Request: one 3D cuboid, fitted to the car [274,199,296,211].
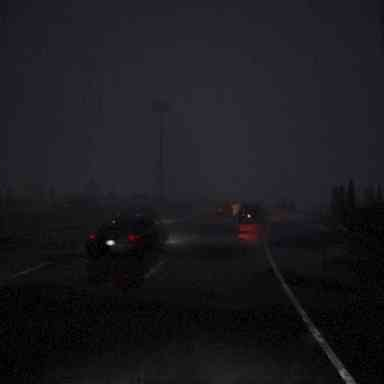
[{"bbox_3d":[11.511,1.604,41.224,1.812,1.442,4.674,0,0,28],"label":"car"}]

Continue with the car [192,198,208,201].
[{"bbox_3d":[1.118,1.658,51.774,2.033,1.411,5.357,0,0,29],"label":"car"}]

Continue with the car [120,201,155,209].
[{"bbox_3d":[-3.538,1.566,22.869,1.994,1.385,4.181,0,0,15],"label":"car"}]

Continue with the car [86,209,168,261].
[{"bbox_3d":[-2.224,1.555,12.332,1.994,1.385,4.181,0,0,9],"label":"car"}]

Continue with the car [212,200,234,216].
[{"bbox_3d":[3.499,1.515,32.758,1.882,1.535,5.008,0,0,22],"label":"car"}]

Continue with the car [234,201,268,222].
[{"bbox_3d":[4.939,1.527,26.688,1.837,1.490,4.892,0,-1,18],"label":"car"}]

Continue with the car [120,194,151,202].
[{"bbox_3d":[-8.267,1.305,49.149,2.150,2.045,5.566,0,-1,28],"label":"car"}]

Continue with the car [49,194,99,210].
[{"bbox_3d":[-11.564,1.236,33.116,2.150,2.045,5.566,0,0,20],"label":"car"}]
